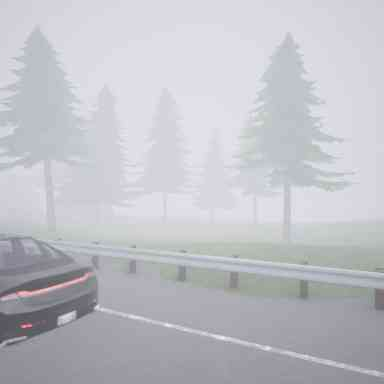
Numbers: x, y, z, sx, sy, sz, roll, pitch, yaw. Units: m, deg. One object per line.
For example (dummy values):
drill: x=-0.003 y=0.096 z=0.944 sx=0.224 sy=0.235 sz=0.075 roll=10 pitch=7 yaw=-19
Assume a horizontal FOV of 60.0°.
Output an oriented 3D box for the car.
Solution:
car: x=-3.789 y=1.493 z=5.727 sx=4.902 sy=1.511 sz=2.128 roll=0 pitch=0 yaw=30
